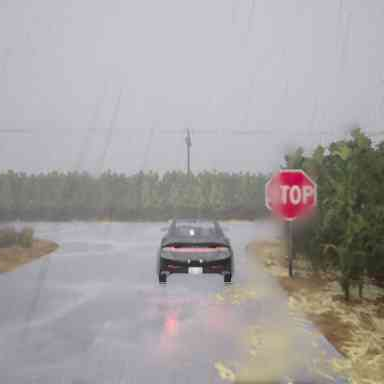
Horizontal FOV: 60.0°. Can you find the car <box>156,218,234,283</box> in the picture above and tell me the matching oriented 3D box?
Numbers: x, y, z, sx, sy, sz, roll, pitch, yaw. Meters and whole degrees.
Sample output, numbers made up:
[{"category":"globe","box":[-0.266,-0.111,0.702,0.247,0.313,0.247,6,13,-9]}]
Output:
[{"category":"car","box":[0.080,1.487,9.652,2.128,1.511,4.902,0,0,0]}]
